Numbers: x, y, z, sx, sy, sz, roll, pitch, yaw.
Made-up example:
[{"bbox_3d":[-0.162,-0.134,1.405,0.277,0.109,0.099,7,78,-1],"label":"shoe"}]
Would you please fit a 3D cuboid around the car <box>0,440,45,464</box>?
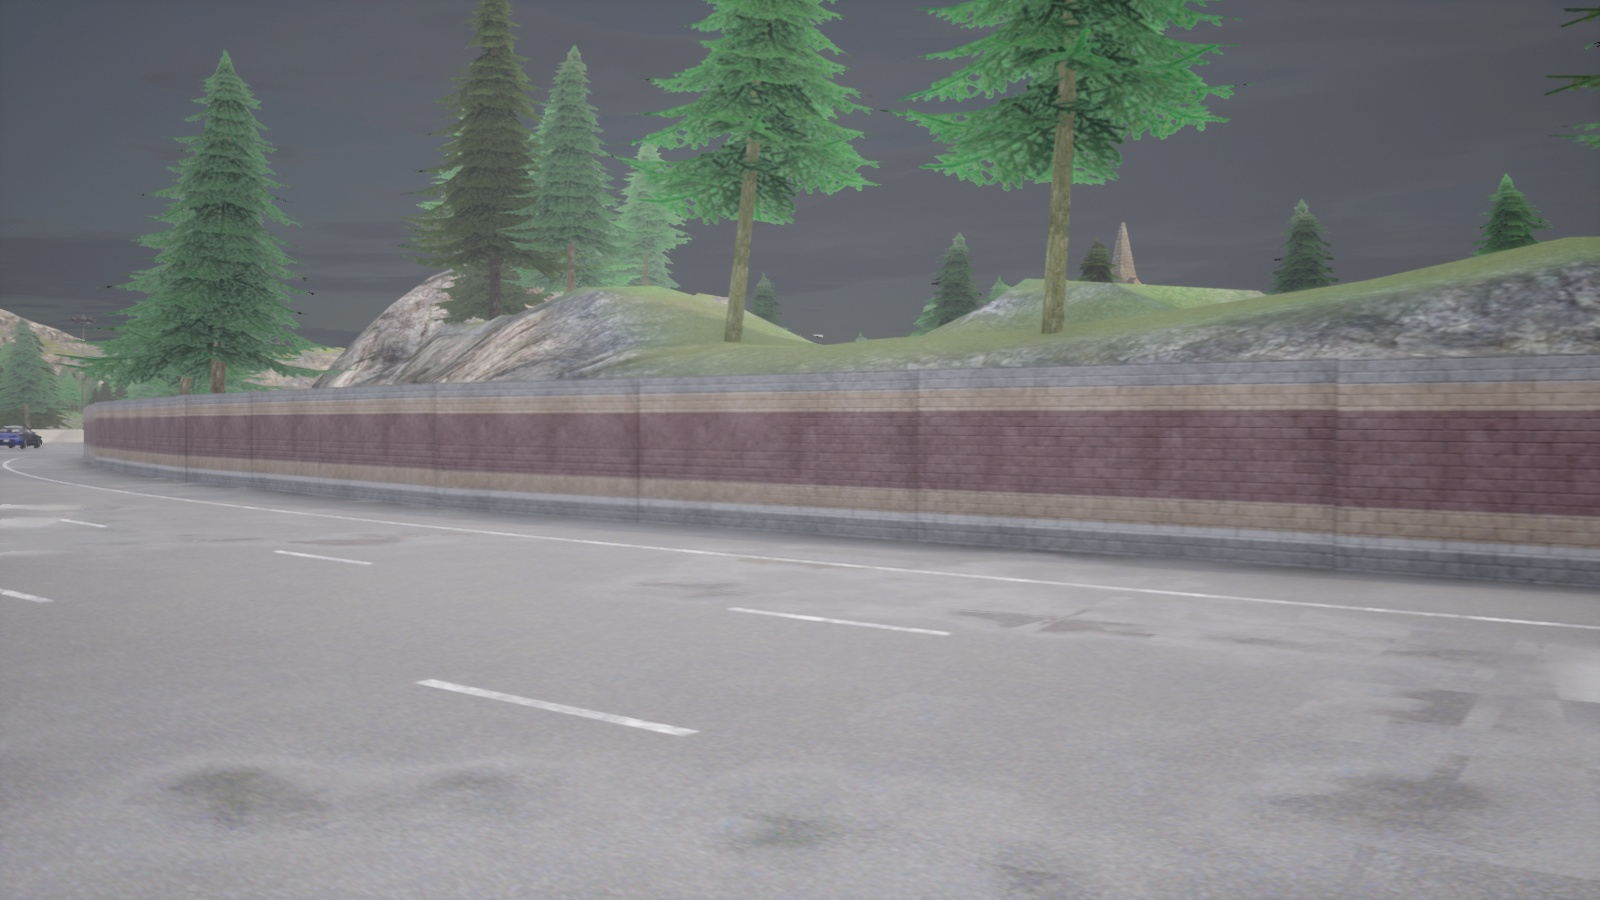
[{"bbox_3d":[-50.802,0.108,81.635,1.816,1.474,4.193,-1,1,-15],"label":"car"}]
